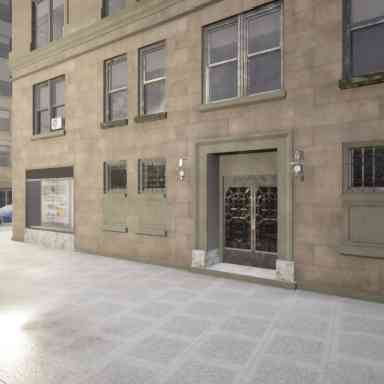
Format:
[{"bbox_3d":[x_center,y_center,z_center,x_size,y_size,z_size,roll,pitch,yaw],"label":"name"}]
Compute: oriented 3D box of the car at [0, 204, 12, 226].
[{"bbox_3d":[-11.928,1.512,23.061,2.033,1.411,5.357,0,0,39],"label":"car"}]
